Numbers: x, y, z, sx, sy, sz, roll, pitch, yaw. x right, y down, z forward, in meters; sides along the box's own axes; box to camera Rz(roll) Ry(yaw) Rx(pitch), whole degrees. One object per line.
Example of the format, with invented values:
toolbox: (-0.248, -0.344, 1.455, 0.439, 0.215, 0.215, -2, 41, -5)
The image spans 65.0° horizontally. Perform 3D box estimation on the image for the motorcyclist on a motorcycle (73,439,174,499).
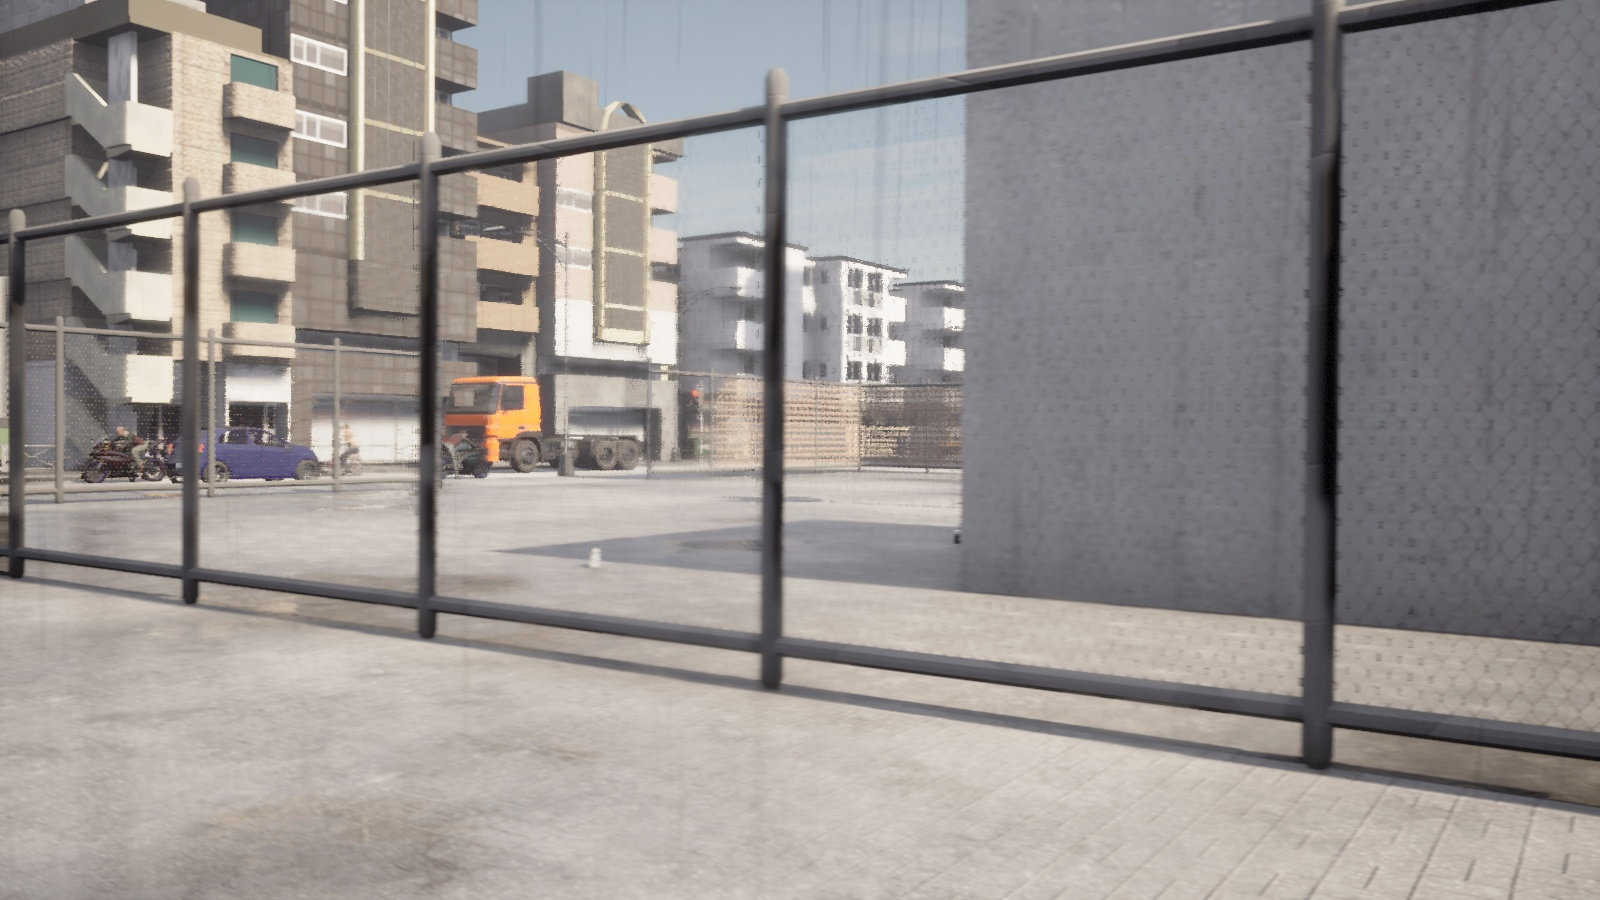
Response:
motorcyclist on a motorcycle: (-17.832, 0.476, 33.147, 0.866, 1.530, 2.191, 0, 1, 33)

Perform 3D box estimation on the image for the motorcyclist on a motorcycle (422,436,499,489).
motorcyclist on a motorcycle: (-10.125, 0.346, 37.528, 0.866, 1.530, 2.191, 0, 1, 34)

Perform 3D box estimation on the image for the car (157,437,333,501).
car: (-13.955, 0.438, 31.758, 1.845, 1.501, 3.633, 0, 1, 34)

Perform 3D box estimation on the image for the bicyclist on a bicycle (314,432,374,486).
bicyclist on a bicycle: (-14.083, 0.266, 38.790, 0.866, 1.612, 1.509, 0, 1, 34)

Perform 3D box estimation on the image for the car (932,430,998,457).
car: (9.907, -0.404, 74.987, 1.882, 1.535, 5.008, 0, 1, 33)

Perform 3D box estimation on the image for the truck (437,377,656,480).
truck: (-9.145, -0.799, 46.260, 2.891, 3.462, 7.936, 0, 1, 37)
